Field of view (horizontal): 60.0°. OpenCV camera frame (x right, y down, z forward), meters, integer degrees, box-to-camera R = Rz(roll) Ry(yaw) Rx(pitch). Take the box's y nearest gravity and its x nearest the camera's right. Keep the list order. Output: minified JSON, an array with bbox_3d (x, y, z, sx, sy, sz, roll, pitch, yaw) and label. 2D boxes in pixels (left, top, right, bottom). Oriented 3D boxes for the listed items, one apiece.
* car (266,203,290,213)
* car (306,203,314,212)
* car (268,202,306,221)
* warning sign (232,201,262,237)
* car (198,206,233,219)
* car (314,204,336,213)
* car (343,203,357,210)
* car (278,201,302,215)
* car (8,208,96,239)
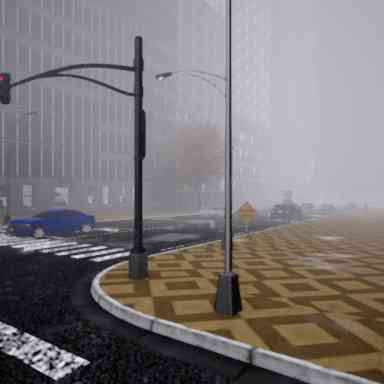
[{"bbox_3d":[13.611,2.480,52.331,2.033,1.411,5.357,0,-1,33],"label":"car"},{"bbox_3d":[19.047,2.519,54.781,1.837,1.490,4.892,0,-1,33],"label":"car"},{"bbox_3d":[9.712,1.974,34.043,2.097,1.767,4.553,0,-1,33],"label":"car"},{"bbox_3d":[3.066,1.447,18.581,1.300,1.860,1.060,1,1,33],"label":"warning sign"},{"bbox_3d":[2.583,2.160,35.344,1.895,1.301,4.718,0,-1,33],"label":"car"},{"bbox_3d":[20.937,2.539,51.548,2.033,1.411,5.357,0,-1,33],"label":"car"},{"bbox_3d":[31.340,2.826,65.801,1.812,1.442,4.674,0,-1,33],"label":"car"},{"bbox_3d":[13.724,2.191,46.402,2.097,1.767,4.553,0,-1,33],"label":"car"},{"bbox_3d":[-7.859,1.692,19.089,1.882,1.535,5.008,0,-1,33],"label":"car"}]
